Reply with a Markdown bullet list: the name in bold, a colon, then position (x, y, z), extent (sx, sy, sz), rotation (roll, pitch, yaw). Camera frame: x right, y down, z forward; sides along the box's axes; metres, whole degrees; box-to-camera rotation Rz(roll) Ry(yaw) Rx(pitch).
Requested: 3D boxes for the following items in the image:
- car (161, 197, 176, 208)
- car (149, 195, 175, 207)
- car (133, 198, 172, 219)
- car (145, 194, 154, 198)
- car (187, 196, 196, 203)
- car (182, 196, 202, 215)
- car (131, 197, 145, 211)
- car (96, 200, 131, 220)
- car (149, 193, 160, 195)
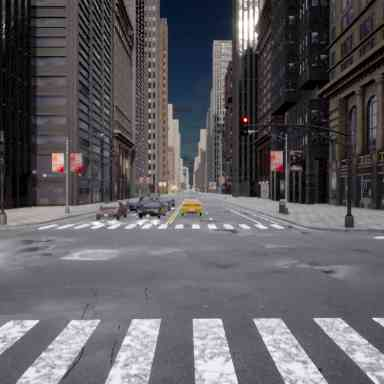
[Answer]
- **car**: position (-3.452, 1.510, 49.712), extent (2.033, 1.411, 5.357), rotation (0, 0, 0)
- **car**: position (-3.424, 1.466, 39.160), extent (2.128, 1.511, 4.902), rotation (0, 0, 0)
- **car**: position (-3.381, 1.531, 29.420), extent (2.033, 1.411, 5.357), rotation (0, 0, 4)
- **car**: position (-6.693, 1.470, 47.332), extent (1.837, 1.490, 4.892), rotation (0, 0, 0)
- **car**: position (-0.050, 1.521, 70.043), extent (1.895, 1.301, 4.718), rotation (0, 0, 0)
- **car**: position (-0.005, 1.457, 33.633), extent (1.882, 1.535, 5.008), rotation (0, 0, 0)
- **car**: position (-6.673, 1.577, 37.092), extent (1.895, 1.301, 4.718), rotation (0, 0, 0)
- **car**: position (-6.653, 1.510, 27.984), extent (1.812, 1.442, 4.674), rotation (0, 0, 0)
- **car**: position (-6.677, 1.170, 57.782), extent (2.150, 2.045, 5.566), rotation (0, 0, 1)
